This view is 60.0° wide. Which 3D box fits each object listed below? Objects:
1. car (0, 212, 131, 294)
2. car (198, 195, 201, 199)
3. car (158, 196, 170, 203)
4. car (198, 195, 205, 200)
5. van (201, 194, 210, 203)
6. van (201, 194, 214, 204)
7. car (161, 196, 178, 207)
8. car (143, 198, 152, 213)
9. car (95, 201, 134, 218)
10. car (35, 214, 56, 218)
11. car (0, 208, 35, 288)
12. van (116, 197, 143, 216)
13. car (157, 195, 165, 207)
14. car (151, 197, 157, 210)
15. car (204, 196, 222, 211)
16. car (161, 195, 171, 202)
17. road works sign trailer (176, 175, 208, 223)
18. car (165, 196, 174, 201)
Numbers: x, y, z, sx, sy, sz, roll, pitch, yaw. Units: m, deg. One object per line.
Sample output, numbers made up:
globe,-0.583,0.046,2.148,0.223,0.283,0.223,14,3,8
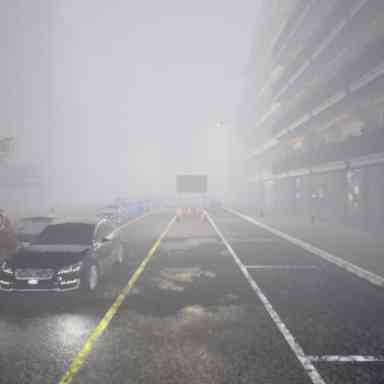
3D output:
car,-3.104,1.500,8.917,1.837,1.490,4.892,0,0,0
car,2.666,1.546,62.290,1.887,1.381,4.507,0,0,0
car,-5.717,1.557,67.811,2.008,1.369,4.403,0,0,0
car,2.654,1.601,95.428,1.947,1.339,4.313,0,0,0
van,2.663,1.347,67.813,1.690,1.788,3.998,0,0,0
van,2.669,1.335,51.246,1.690,1.788,3.998,0,0,0
car,-3.093,1.594,49.615,1.895,1.301,4.718,0,0,0
car,-5.706,1.535,34.674,1.887,1.381,4.507,0,0,0
car,-5.702,1.543,23.629,2.008,1.369,4.403,0,0,0
car,-5.698,1.545,12.583,2.008,1.369,4.403,0,0,0
car,-5.697,1.311,7.059,2.192,1.841,5.009,0,0,0
van,-5.704,1.332,29.151,1.690,1.788,3.998,0,0,0
car,-5.712,1.434,51.244,1.967,1.590,4.097,0,0,0
car,-5.708,1.557,40.197,1.947,1.339,4.313,0,0,0
car,2.673,1.541,40.200,2.008,1.369,4.403,0,0,0
car,-5.719,1.451,73.335,1.967,1.590,4.097,0,0,0
road works sign trailer,-0.010,0.455,25.528,2.380,3.560,2.880,0,0,0
car,-5.723,1.587,84.380,1.947,1.339,4.313,0,0,0
